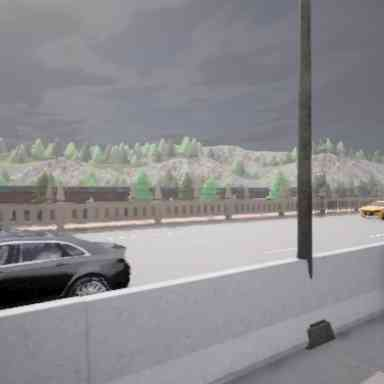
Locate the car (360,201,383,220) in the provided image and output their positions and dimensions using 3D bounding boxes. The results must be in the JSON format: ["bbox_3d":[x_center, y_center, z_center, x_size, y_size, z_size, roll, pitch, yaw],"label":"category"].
[{"bbox_3d":[16.428,1.478,28.494,5.008,1.535,1.882,0,0,-34],"label":"car"}]

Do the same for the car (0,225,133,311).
[{"bbox_3d":[-3.466,1.491,5.819,4.902,1.511,2.128,0,0,-36],"label":"car"}]

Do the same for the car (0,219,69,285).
[{"bbox_3d":[-5.599,1.563,8.596,4.181,1.385,1.994,0,0,-36],"label":"car"}]
